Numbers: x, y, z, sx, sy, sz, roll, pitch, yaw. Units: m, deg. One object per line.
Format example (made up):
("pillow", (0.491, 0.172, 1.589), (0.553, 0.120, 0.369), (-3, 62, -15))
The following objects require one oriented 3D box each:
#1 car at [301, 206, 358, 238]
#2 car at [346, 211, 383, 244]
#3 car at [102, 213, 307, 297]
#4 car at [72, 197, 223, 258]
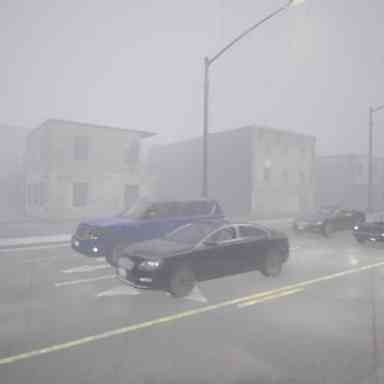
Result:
("car", (7.414, 1.494, 17.815), (4.902, 1.511, 2.128), (0, 0, -35))
("car", (9.133, 1.603, 14.748), (4.718, 1.301, 1.895), (0, 0, -35))
("car", (0.492, 1.491, 8.634), (4.902, 1.511, 2.128), (0, 0, -35))
("car", (-1.233, 1.222, 11.690), (5.566, 2.045, 2.150), (0, 0, -35))
